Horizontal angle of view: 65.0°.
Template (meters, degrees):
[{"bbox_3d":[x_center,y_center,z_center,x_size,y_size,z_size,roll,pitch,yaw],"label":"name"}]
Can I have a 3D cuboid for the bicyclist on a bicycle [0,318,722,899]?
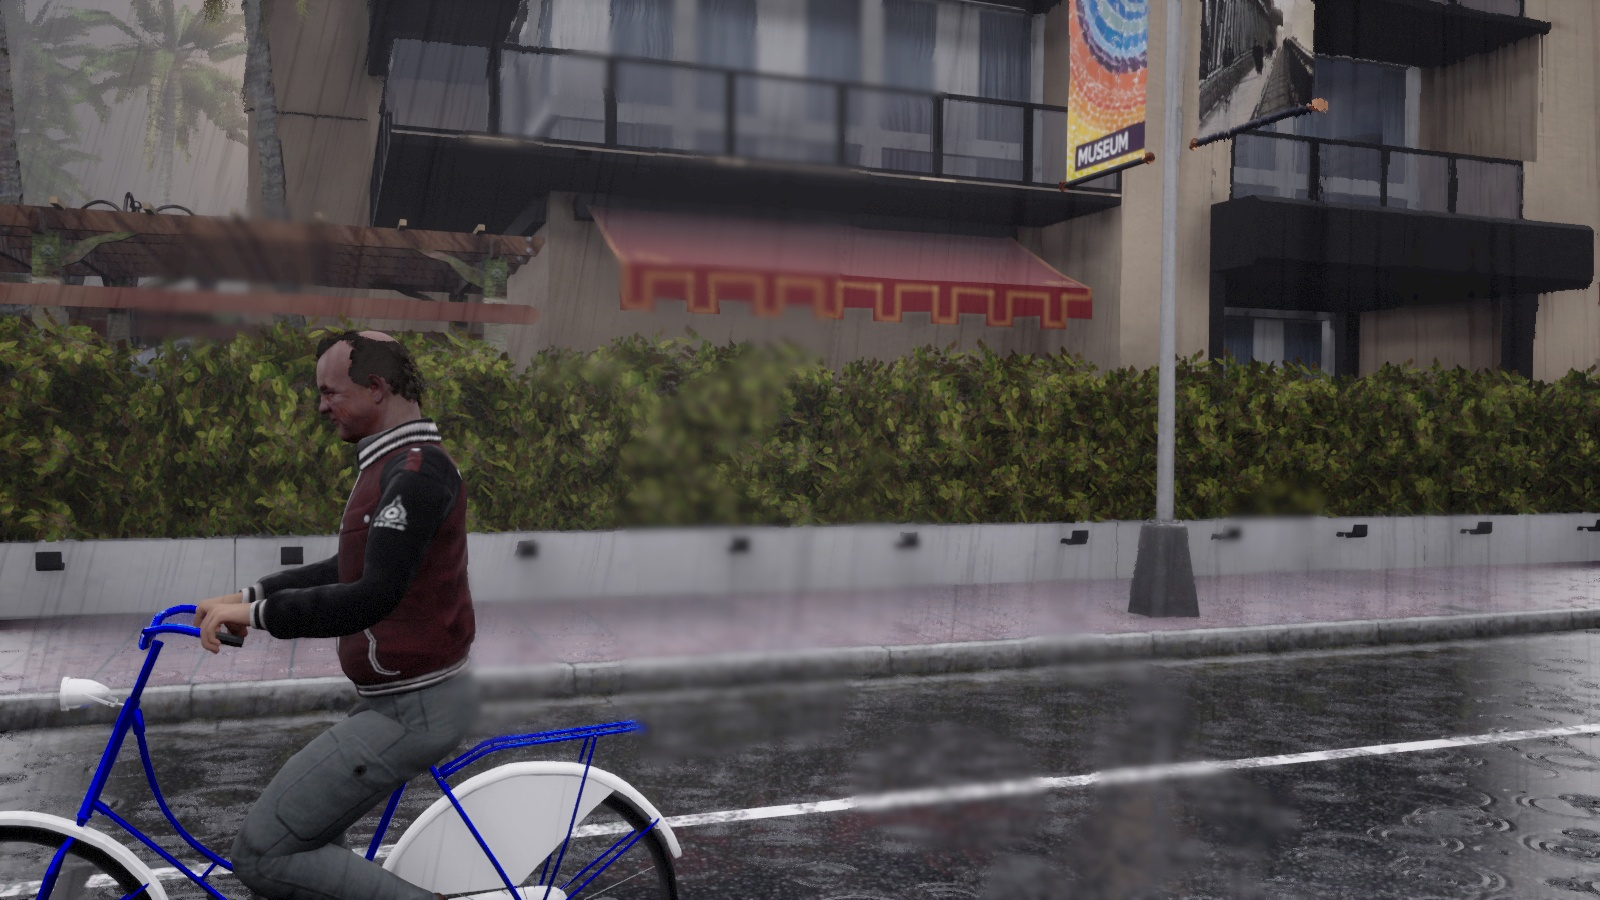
[{"bbox_3d":[-1.157,0.636,2.793,1.843,1.776,0.659,-1,1,-21],"label":"bicyclist on a bicycle"}]
